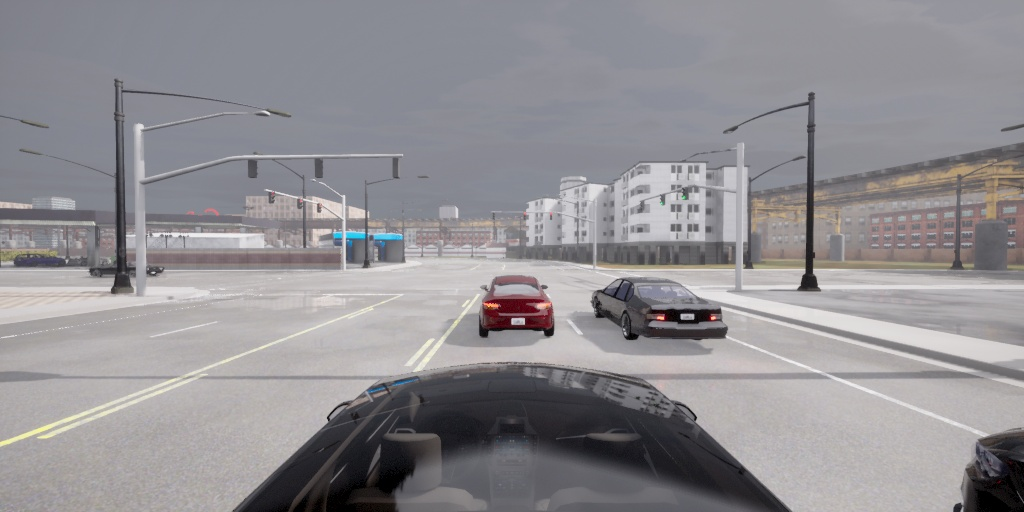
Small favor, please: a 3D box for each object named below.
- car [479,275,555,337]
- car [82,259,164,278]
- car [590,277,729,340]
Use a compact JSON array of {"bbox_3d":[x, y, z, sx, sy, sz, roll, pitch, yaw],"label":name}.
[{"bbox_3d":[0.077,1.256,10.139,1.812,1.442,4.674,0,0,-1],"label":"car"},{"bbox_3d":[-32.653,1.133,30.378,4.718,1.301,1.895,0,1,-1],"label":"car"},{"bbox_3d":[3.588,1.282,9.852,2.033,1.411,5.357,0,0,0],"label":"car"}]
